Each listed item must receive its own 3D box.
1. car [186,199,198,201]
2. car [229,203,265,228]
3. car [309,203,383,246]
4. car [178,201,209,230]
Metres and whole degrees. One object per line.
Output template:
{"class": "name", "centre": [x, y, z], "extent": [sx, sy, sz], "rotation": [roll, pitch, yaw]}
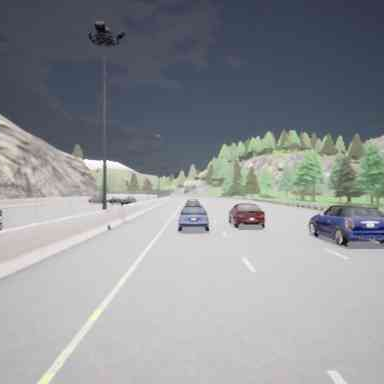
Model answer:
{"class": "car", "centre": [0.094, 1.561, 42.475], "extent": [1.994, 1.385, 4.181], "rotation": [0, 0, 0]}
{"class": "car", "centre": [3.597, 1.476, 22.425], "extent": [1.882, 1.535, 5.008], "rotation": [0, 0, 0]}
{"class": "car", "centre": [7.098, 1.351, 15.355], "extent": [2.097, 1.767, 4.553], "rotation": [0, 0, 0]}
{"class": "car", "centre": [0.097, 1.546, 20.795], "extent": [2.033, 1.411, 5.357], "rotation": [0, 0, 0]}
